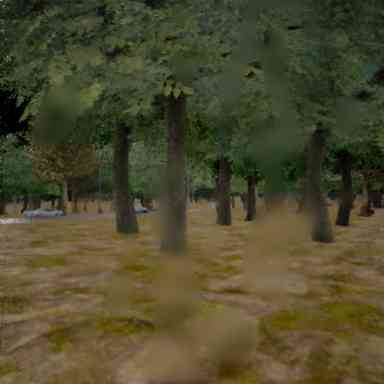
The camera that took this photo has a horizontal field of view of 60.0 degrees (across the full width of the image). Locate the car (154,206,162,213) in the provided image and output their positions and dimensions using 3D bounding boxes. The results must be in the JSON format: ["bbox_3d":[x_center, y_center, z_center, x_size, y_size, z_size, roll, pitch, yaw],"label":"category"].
[{"bbox_3d":[-5.903,3.422,66.228,1.994,1.385,4.181,0,-2,18],"label":"car"}]

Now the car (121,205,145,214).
[{"bbox_3d":[-10.791,3.155,61.328,2.128,1.511,4.902,0,-2,20],"label":"car"}]

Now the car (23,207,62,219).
[{"bbox_3d":[-18.630,2.601,41.631,1.895,1.301,4.718,0,-2,23],"label":"car"}]

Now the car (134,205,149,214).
[{"bbox_3d":[-9.036,3.126,57.277,1.994,1.385,4.181,0,-2,20],"label":"car"}]
